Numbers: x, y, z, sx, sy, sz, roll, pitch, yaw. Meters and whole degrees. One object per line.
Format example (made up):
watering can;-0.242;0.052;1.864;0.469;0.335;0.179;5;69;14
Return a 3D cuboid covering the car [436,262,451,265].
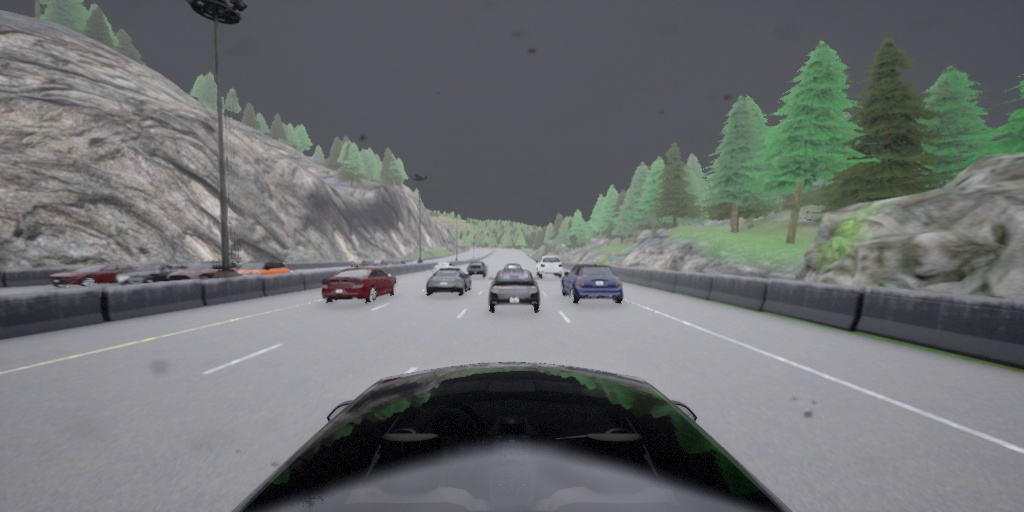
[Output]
car;-6.922;1.356;36.739;1.812;1.442;4.674;0;0;0

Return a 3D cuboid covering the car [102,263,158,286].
car;-24.612;1.294;25.062;2.128;1.511;4.902;0;0;0

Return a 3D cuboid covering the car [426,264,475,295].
car;-3.413;1.356;19.952;1.994;1.385;4.181;0;0;0

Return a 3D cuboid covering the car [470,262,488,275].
car;-3.422;1.333;35.867;1.837;1.490;4.892;0;0;0

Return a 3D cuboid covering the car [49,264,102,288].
car;-28.111;1.278;24.614;1.882;1.535;5.008;0;0;0

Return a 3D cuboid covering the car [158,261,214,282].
car;-21.112;1.154;24.865;2.097;1.767;4.553;0;0;0

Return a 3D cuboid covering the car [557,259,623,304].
car;3.587;1.138;16.798;2.097;1.767;4.553;0;0;0

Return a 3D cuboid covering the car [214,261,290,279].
car;-17.612;1.154;24.897;2.097;1.767;4.553;0;0;0

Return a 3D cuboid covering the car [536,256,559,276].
car;3.579;1.048;35.007;2.150;2.045;5.566;0;0;0

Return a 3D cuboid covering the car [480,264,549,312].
car;0.087;1.272;14.423;2.128;1.511;4.902;0;0;0

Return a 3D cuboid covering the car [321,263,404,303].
car;-6.912;1.262;16.813;1.882;1.535;5.008;0;0;0
